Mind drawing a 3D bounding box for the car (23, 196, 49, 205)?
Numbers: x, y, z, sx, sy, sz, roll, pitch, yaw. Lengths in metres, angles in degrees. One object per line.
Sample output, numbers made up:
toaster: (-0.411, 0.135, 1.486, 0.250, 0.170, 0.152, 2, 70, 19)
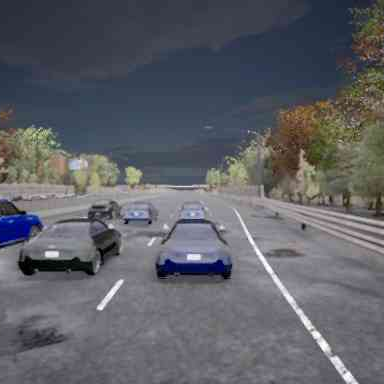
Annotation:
car: (-24.531, 1.316, 52.421, 1.895, 1.301, 4.718, 0, 0, 1)

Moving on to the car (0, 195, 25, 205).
car: (-28.036, 1.212, 51.302, 2.128, 1.511, 4.902, 0, 0, 0)

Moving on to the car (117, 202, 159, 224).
car: (-3.448, 1.412, 23.208, 2.033, 1.411, 5.357, 0, 0, 0)

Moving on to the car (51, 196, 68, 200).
car: (-21.034, 1.316, 52.494, 1.895, 1.301, 4.718, 0, 0, 1)

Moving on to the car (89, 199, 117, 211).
car: (-6.920, 1.350, 26.979, 1.837, 1.490, 4.892, 0, 1, 0)

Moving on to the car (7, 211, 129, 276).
car: (-3.435, 1.500, 10.210, 1.994, 1.385, 4.181, 0, 0, 0)

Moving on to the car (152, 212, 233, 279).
car: (0.062, 1.504, 9.909, 1.994, 1.385, 4.181, 0, 0, 0)

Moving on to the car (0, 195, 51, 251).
car: (-6.932, 1.158, 10.741, 2.150, 2.045, 5.566, 0, 1, 0)

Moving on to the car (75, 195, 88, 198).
car: (-17.540, 1.239, 53.007, 1.812, 1.442, 4.674, 0, 0, 0)

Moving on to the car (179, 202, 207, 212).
car: (0.052, 1.412, 23.218, 2.033, 1.411, 5.357, 0, 0, 0)
